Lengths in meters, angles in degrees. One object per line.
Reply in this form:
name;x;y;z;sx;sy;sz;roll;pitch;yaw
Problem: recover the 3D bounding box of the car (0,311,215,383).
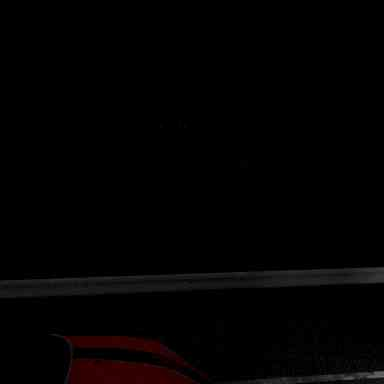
car;-1.856;1.352;1.660;4.553;1.767;2.097;0;0;-6
